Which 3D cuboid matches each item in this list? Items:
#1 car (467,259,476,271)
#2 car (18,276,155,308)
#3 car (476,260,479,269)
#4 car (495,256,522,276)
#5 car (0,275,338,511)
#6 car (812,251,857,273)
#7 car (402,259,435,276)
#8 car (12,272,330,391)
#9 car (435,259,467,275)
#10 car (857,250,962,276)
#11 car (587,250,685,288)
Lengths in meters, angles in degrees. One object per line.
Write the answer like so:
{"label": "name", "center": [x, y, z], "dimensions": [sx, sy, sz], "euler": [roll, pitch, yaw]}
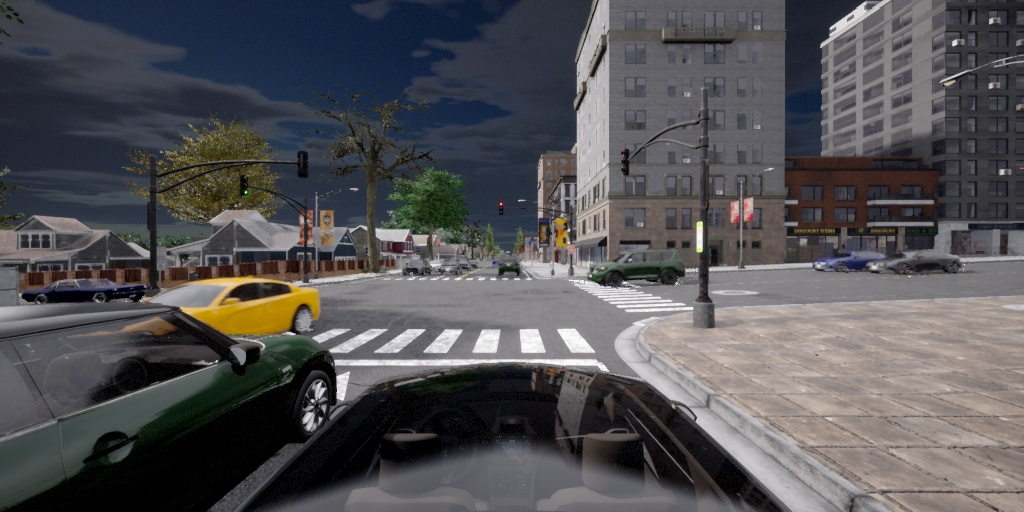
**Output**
{"label": "car", "center": [-6.629, 1.335, 49.266], "dimensions": [2.033, 1.411, 5.357], "euler": [0, 0, 0]}
{"label": "car", "center": [-21.627, 1.806, 18.370], "dimensions": [4.718, 1.301, 1.895], "euler": [-2, 0, 0]}
{"label": "car", "center": [-6.625, 1.321, 59.612], "dimensions": [1.837, 1.490, 4.892], "euler": [0, 0, 0]}
{"label": "car", "center": [-0.187, 0.991, 38.457], "dimensions": [2.150, 2.045, 5.566], "euler": [0, 0, 3]}
{"label": "car", "center": [-3.151, 1.102, 2.482], "dimensions": [2.097, 1.767, 4.553], "euler": [0, 0, 0]}
{"label": "car", "center": [23.712, 0.371, 25.006], "dimensions": [4.674, 1.442, 1.812], "euler": [-2, 0, 0]}
{"label": "car", "center": [-9.868, 1.120, 37.471], "dimensions": [2.097, 1.767, 4.553], "euler": [0, 0, 0]}
{"label": "car", "center": [-6.402, 1.233, 7.843], "dimensions": [1.882, 1.535, 5.008], "euler": [0, 0, 6]}
{"label": "car", "center": [-6.618, 1.262, 39.548], "dimensions": [2.128, 1.511, 4.902], "euler": [0, 0, 0]}
{"label": "car", "center": [24.317, 0.358, 21.752], "dimensions": [4.674, 1.442, 1.812], "euler": [-2, 0, 0]}
{"label": "car", "center": [7.325, 0.705, 21.268], "dimensions": [5.566, 2.045, 2.150], "euler": [-2, 0, -6]}
